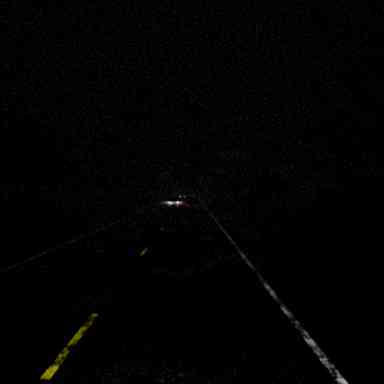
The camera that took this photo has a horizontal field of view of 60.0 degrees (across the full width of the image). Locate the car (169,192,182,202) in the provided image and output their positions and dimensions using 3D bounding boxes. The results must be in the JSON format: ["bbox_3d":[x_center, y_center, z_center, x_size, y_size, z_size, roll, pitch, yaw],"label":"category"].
[{"bbox_3d":[-3.494,1.191,65.153,1.895,1.301,4.718,0,0,0],"label":"car"}]

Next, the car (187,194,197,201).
[{"bbox_3d":[0.013,1.098,70.170,2.033,1.411,5.357,0,0,0],"label":"car"}]

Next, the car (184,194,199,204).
[{"bbox_3d":[0.111,1.187,54.316,1.812,1.442,4.674,0,0,0],"label":"car"}]
